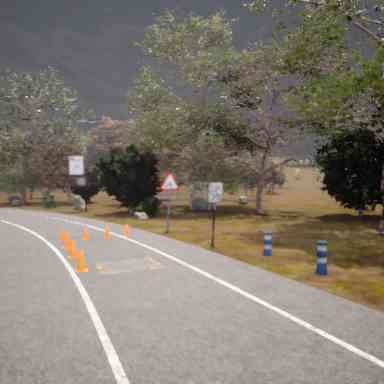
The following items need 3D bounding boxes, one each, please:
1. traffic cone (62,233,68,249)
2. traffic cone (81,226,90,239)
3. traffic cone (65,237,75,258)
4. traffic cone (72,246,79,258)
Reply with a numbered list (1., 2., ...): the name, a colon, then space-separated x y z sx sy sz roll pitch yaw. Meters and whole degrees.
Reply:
1. traffic cone: -4.910 1.889 13.056 0.340 0.580 0.340 -1 1 -26
2. traffic cone: -4.891 1.851 15.279 0.340 0.580 0.340 -1 1 -25
3. traffic cone: -4.030 1.915 11.261 0.340 0.580 0.340 0 1 -26
4. traffic cone: -3.151 1.941 9.464 0.340 0.580 0.340 0 1 -26
